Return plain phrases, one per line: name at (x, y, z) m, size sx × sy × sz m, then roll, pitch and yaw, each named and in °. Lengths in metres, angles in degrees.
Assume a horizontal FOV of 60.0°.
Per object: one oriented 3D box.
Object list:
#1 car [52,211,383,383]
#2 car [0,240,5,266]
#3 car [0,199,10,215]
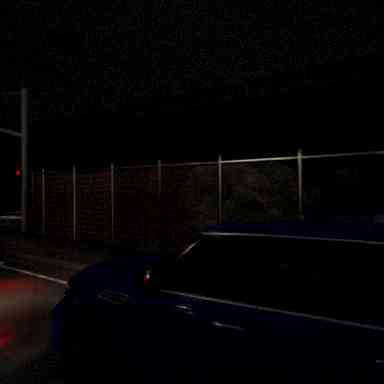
car at (0.953, 1.221, 3.310) m, size 5.566 × 2.045 × 2.150 m, roll 0°, pitch 0°, yaw 35°
car at (-7.061, 1.490, 9.027) m, size 4.902 × 1.511 × 2.128 m, roll 0°, pitch 0°, yaw 33°
car at (-20.160, 1.402, 31.891) m, size 2.097 × 1.767 × 4.553 m, roll 0°, pitch 0°, yaw 37°
